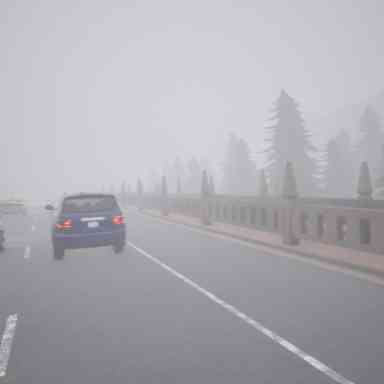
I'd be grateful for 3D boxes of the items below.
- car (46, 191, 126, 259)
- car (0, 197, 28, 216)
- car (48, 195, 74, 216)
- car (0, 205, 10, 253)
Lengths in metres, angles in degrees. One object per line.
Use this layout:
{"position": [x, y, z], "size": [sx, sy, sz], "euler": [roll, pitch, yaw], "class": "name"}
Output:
{"position": [-3.959, 1.007, 12.087], "size": [2.150, 2.045, 5.566], "euler": [-2, 2, -24], "class": "car"}
{"position": [-14.779, 1.163, 27.631], "size": [1.882, 1.535, 5.008], "euler": [-2, 2, -24], "class": "car"}
{"position": [-11.359, 1.096, 28.561], "size": [1.812, 1.442, 4.674], "euler": [-2, 2, -24], "class": "car"}
{"position": [-6.759, 1.396, 9.810], "size": [1.882, 1.535, 5.008], "euler": [-2, 2, -24], "class": "car"}
